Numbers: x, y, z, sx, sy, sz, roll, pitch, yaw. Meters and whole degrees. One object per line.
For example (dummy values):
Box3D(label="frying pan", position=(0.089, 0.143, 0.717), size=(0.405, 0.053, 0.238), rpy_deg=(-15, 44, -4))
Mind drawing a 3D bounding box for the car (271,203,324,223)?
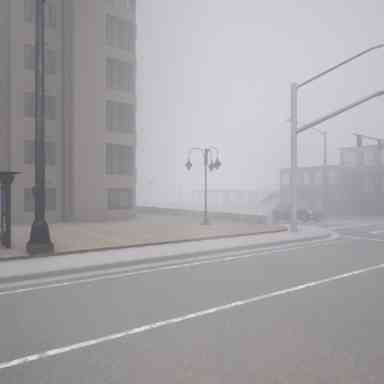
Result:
Box3D(label="car", position=(9.141, 1.737, 29.119), size=(2.097, 1.767, 4.553), rpy_deg=(1, -5, -36))
